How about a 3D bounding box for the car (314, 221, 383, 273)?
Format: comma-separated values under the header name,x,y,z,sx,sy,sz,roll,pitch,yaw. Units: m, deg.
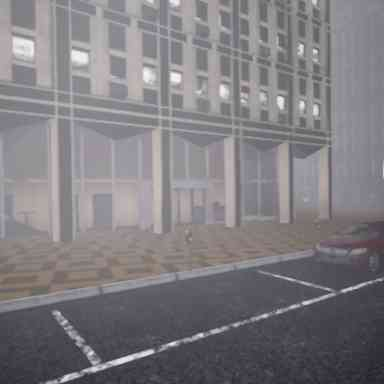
name,x,y,z,sx,sy,sz,roll,pitch,yaw
car,5.638,1.589,10.556,4.206,1.307,1.802,0,-1,-35
